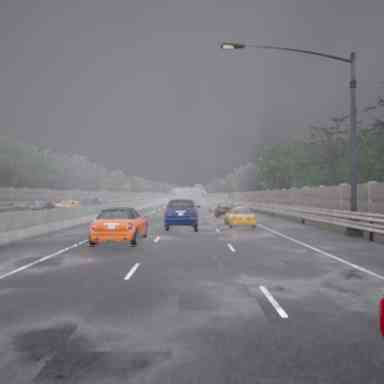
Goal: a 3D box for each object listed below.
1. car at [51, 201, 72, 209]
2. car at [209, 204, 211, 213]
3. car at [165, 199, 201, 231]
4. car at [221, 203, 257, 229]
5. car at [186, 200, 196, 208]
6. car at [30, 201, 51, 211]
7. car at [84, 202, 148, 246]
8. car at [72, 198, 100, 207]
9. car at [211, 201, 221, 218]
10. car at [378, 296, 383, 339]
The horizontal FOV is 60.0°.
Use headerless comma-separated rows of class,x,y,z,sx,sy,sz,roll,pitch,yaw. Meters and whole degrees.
car,-17.756,2.066,47.283,1.882,1.535,5.008,0,-1,0
car,3.342,2.025,46.102,1.801,1.575,5.366,0,-1,0
car,-0.599,1.498,23.125,2.150,2.045,5.566,0,0,2
car,3.419,1.742,24.099,1.801,1.575,5.366,0,-1,0
car,-0.151,2.312,65.113,1.882,1.535,5.008,0,-1,0
car,-21.256,2.098,47.563,1.837,1.490,4.892,0,-1,0
car,-3.454,1.545,16.381,2.097,1.767,4.553,0,-1,0
car,-14.255,1.794,46.119,2.150,2.045,5.566,0,-1,0
car,3.381,1.925,34.911,1.837,1.490,4.892,0,-1,0
car,3.497,1.245,1.940,2.150,2.045,5.566,0,-1,0
